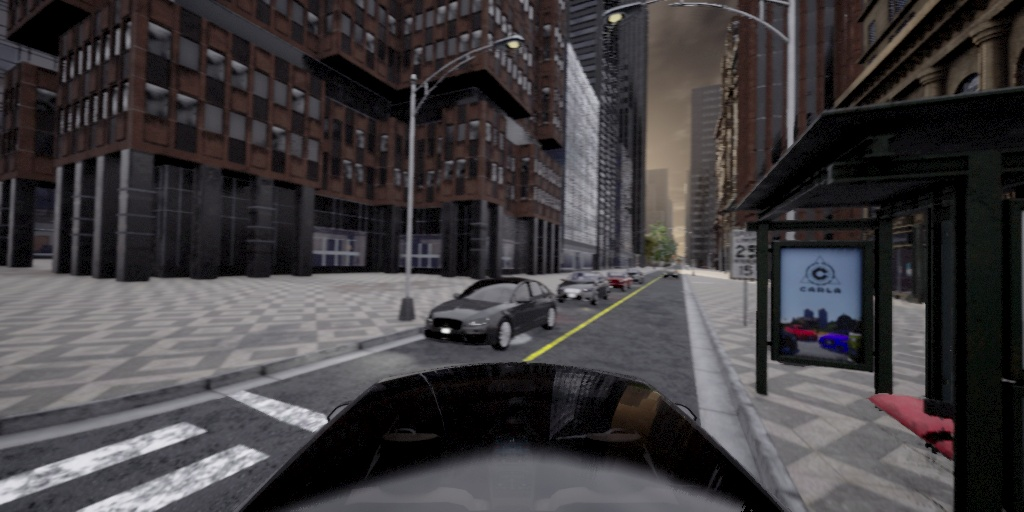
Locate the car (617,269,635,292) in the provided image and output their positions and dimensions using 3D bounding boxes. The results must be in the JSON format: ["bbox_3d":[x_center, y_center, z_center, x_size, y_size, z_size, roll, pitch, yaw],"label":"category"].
[{"bbox_3d":[7.675,1.838,26.585,1.895,1.301,4.718,1,-1,25],"label":"car"}]

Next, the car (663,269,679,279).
[{"bbox_3d":[21.401,2.403,48.293,1.895,1.301,4.718,1,-1,25],"label":"car"}]

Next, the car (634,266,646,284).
[{"bbox_3d":[11.979,2.009,35.659,1.994,1.385,4.181,1,-1,25],"label":"car"}]

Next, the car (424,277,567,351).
[{"bbox_3d":[-0.279,1.355,9.610,1.837,1.490,4.892,1,-1,27],"label":"car"}]

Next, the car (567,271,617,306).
[{"bbox_3d":[3.701,1.536,18.144,2.128,1.511,4.902,1,-1,25],"label":"car"}]
